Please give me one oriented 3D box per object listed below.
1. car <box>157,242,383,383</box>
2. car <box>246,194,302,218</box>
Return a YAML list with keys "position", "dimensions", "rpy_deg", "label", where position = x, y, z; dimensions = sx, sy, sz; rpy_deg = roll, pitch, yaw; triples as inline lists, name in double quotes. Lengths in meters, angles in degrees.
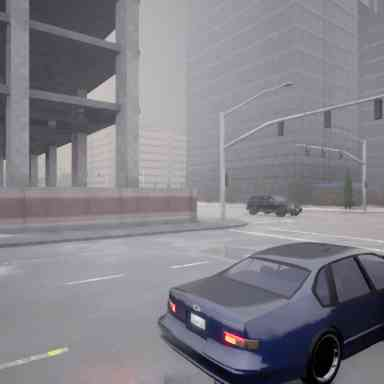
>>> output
- position: [2.123, 1.547, 5.303]
  dimensions: [5.357, 1.411, 2.033]
  rpy_deg: [0, 0, -35]
  label: "car"
- position: [7.558, 1.221, 31.192]
  dimensions: [2.150, 2.045, 5.566]
  rpy_deg: [0, 0, -36]
  label: "car"
